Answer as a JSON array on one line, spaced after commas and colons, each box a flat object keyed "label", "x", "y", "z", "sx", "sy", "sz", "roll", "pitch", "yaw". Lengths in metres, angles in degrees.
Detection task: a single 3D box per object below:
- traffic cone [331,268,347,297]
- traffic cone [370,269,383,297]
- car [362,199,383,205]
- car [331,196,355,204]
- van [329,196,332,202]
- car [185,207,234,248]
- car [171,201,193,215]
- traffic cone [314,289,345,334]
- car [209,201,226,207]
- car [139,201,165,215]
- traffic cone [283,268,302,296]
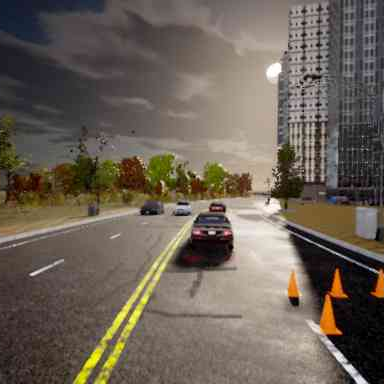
[{"label": "traffic cone", "x": 3.294, "y": 2.034, "z": 7.561, "sx": 0.340, "sy": 0.580, "sz": 0.340, "roll": 1, "pitch": 0, "yaw": 1}, {"label": "traffic cone", "x": 4.293, "y": 2.047, "z": 7.552, "sx": 0.340, "sy": 0.580, "sz": 0.340, "roll": 1, "pitch": 0, "yaw": 1}, {"label": "car", "x": 39.119, "y": 2.180, "z": 71.782, "sx": 4.313, "sy": 1.339, "sz": 1.947, "roll": 0, "pitch": 0, "yaw": 15}, {"label": "car", "x": 33.608, "y": 2.032, "z": 73.189, "sx": 4.097, "sy": 1.590, "sz": 1.967, "roll": 0, "pitch": 0, "yaw": 15}, {"label": "van", "x": 35.842, "y": 1.966, "z": 81.517, "sx": 3.998, "sy": 1.788, "sz": 1.690, "roll": 0, "pitch": 0, "yaw": 15}, {"label": "car", "x": 0.913, "y": 1.630, "z": 15.229, "sx": 2.033, "sy": 1.411, "sz": 5.357, "roll": 1, "pitch": 0, "yaw": 3}, {"label": "car", "x": -0.892, "y": 1.678, "z": 35.296, "sx": 1.812, "sy": 1.442, "sz": 4.674, "roll": 1, "pitch": 0, "yaw": 6}, {"label": "traffic cone", "x": 2.275, "y": 2.012, "z": 5.570, "sx": 0.340, "sy": 0.580, "sz": 0.340, "roll": 1, "pitch": 0, "yaw": 1}, {"label": "car", "x": 3.056, "y": 1.789, "z": 39.594, "sx": 1.994, "sy": 1.385, "sz": 4.181, "roll": 1, "pitch": 0, "yaw": 7}, {"label": "car", "x": -4.146, "y": 1.658, "z": 35.616, "sx": 2.033, "sy": 1.411, "sz": 5.357, "roll": 1, "pitch": 0, "yaw": 6}, {"label": "traffic cone", "x": 2.294, "y": 2.021, "z": 7.570, "sx": 0.340, "sy": 0.580, "sz": 0.340, "roll": 1, "pitch": 0, "yaw": 1}]
